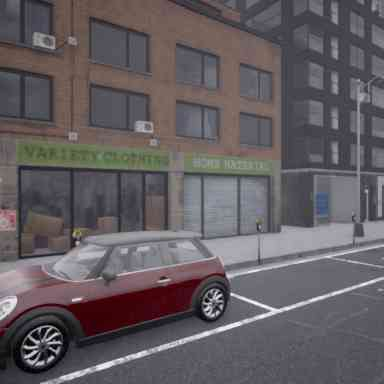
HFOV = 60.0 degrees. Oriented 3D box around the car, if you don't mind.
[{"bbox_3d":[-1.369,1.440,5.559,4.097,1.590,1.967,0,0,-36],"label":"car"}]
